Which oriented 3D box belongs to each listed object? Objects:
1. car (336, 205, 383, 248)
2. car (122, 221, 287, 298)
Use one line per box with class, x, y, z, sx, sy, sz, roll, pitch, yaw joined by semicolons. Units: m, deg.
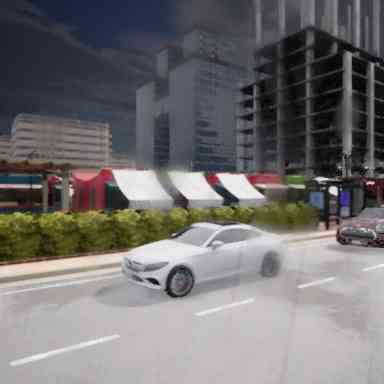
car;8.130;1.344;14.085;4.553;1.767;2.097;0;0;-35
car;0.513;1.523;8.658;4.674;1.442;1.812;0;0;-35
